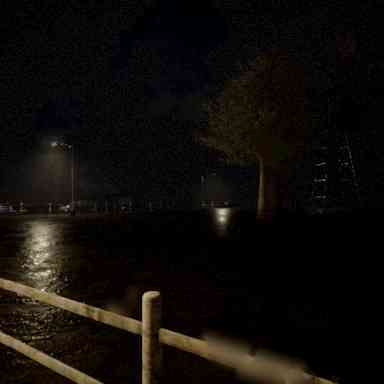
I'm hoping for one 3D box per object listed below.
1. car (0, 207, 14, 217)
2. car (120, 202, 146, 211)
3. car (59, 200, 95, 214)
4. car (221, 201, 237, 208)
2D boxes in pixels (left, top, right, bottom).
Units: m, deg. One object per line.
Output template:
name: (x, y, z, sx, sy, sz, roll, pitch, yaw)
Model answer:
car: (-21.720, 1.922, 34.802, 2.033, 1.411, 5.357, -2, -2, 35)
car: (-9.202, 2.259, 52.228, 1.812, 1.442, 4.674, -2, -2, 36)
car: (-15.202, 1.910, 43.888, 2.097, 1.767, 4.553, -2, -2, 36)
car: (7.710, 2.628, 69.464, 1.994, 1.385, 4.181, -2, -2, 36)
